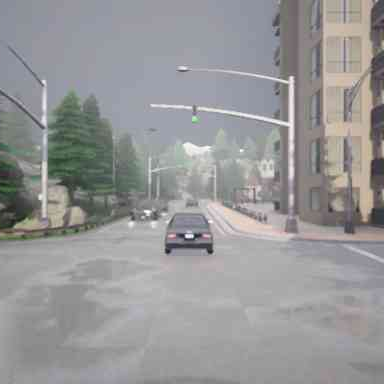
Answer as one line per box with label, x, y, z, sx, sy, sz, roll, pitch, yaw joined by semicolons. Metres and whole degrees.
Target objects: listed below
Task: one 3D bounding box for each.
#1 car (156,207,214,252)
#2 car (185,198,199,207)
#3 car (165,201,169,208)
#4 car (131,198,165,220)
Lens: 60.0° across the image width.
car;-0.113;1.553;13.783;2.033;1.411;5.357;0;0;0
car;0.001;1.545;49.847;2.033;1.411;5.357;0;0;0
car;-3.668;1.569;37.824;1.994;1.385;4.181;0;0;1
car;-3.753;1.364;27.861;2.097;1.767;4.553;0;0;1
